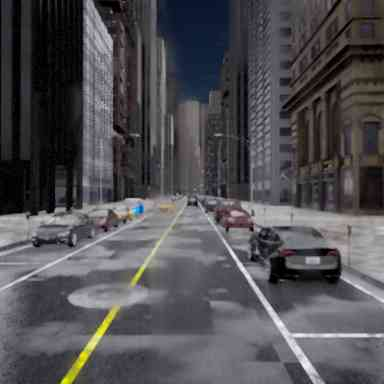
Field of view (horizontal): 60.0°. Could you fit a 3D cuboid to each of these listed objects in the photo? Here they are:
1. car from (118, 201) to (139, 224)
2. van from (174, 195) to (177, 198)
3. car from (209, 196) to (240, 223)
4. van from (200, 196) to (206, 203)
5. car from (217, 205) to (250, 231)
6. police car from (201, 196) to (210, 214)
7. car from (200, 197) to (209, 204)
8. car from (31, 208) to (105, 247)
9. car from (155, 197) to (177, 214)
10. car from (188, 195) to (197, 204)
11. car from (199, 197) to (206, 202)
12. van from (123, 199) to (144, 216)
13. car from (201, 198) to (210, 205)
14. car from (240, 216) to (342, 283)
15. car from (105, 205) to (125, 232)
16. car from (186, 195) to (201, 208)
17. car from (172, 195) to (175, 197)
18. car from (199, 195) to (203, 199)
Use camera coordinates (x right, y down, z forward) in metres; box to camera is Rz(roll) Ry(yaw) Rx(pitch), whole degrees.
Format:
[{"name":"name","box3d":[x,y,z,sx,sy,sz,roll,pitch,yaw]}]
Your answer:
[{"name":"car","box3d":[-5.718,1.676,26.373,1.752,1.417,4.829,0,0,0]},{"name":"van","box3d":[-5.616,1.870,88.247,1.690,1.788,3.998,0,0,0]},{"name":"car","box3d":[2.808,1.467,26.542,2.192,1.841,5.009,0,0,0]},{"name":"van","box3d":[2.909,1.870,88.241,1.690,1.788,3.998,0,0,0]},{"name":"car","box3d":[2.798,1.701,20.932,1.802,1.307,4.206,0,0,0]},{"name":"police car","box3d":[2.430,1.648,38.432,1.930,1.638,5.238,0,0,0]},{"name":"car","box3d":[2.891,1.899,77.023,1.967,1.590,4.097,0,0,0]},{"name":"car","box3d":[-5.736,1.637,15.324,2.008,1.369,4.403,0,0,0]},{"name":"car","box3d":[-3.030,1.699,38.208,1.882,1.535,5.008,0,-1,0]},{"name":"car","box3d":[0.125,1.616,75.901,2.150,2.045,5.566,0,0,0]},{"name":"car","box3d":[2.918,2.109,93.849,1.887,1.381,4.507,0,0,0]},{"name":"van","box3d":[-5.708,1.526,32.153,1.690,1.788,3.998,0,0,0]},{"name":"car","box3d":[2.881,1.969,71.413,1.887,1.381,4.507,0,0,0]},{"name":"car","box3d":[2.780,1.621,9.714,1.947,1.339,4.313,0,0,0]},{"name":"car","box3d":[-5.727,1.701,20.933,1.802,1.307,4.206,0,0,0]},{"name":"car","box3d":[0.093,1.808,56.217,1.882,1.535,5.008,0,0,0]},{"name":"car","box3d":[-5.635,2.009,77.027,2.008,1.369,4.403,0,0,0]},{"name":"car","box3d":[2.863,1.670,60.196,2.192,1.841,5.009,0,0,0]}]
